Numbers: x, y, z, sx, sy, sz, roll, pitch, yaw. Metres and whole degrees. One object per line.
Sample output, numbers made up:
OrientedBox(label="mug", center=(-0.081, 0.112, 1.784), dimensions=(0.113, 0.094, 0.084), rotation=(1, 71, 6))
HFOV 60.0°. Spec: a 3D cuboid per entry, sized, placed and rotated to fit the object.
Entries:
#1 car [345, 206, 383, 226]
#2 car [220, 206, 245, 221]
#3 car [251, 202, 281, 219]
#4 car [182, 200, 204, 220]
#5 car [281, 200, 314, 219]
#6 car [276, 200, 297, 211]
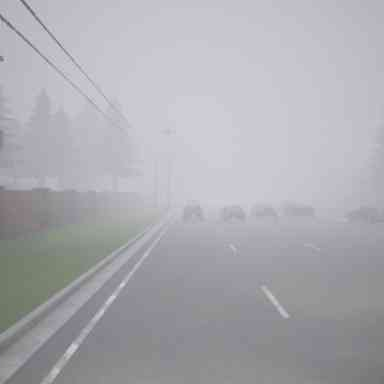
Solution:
OrientedBox(label="car", center=(14.107, 1.812, 26.135), dimensions=(2.033, 1.411, 5.357), rotation=(0, -1, 0))
OrientedBox(label="car", center=(3.611, 1.908, 30.430), dimensions=(1.895, 1.301, 4.718), rotation=(0, -1, 0))
OrientedBox(label="car", center=(7.097, 1.859, 33.028), dimensions=(1.812, 1.442, 4.674), rotation=(0, -1, 0))
OrientedBox(label="car", center=(0.109, 1.827, 31.822), dimensions=(1.837, 1.490, 4.892), rotation=(0, 0, 0))
OrientedBox(label="car", center=(10.610, 1.815, 33.462), dimensions=(1.882, 1.535, 5.008), rotation=(0, 0, 0))
OrientedBox(label="car", center=(14.104, 2.007, 49.906), dimensions=(1.837, 1.490, 4.892), rotation=(0, -1, 0))
